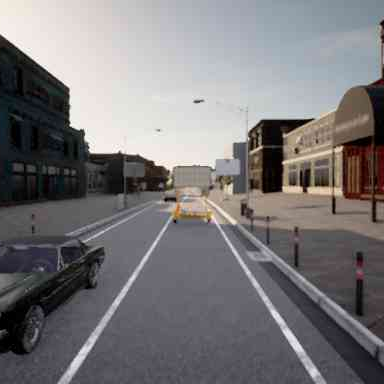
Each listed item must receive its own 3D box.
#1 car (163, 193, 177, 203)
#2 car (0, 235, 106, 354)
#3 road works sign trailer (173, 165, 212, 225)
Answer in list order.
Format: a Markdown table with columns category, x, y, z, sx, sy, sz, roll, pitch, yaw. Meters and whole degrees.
| category | x | y | z | sx | sy | sz | roll | pitch | yaw |
| --- | --- | --- | --- | --- | --- | --- | --- | --- | --- |
| car | -3.035 | 0.833 | 47.864 | 1.895 | 1.301 | 4.718 | 0 | 0 | 0 |
| car | -3.099 | 1.561 | 6.167 | 1.895 | 1.301 | 4.718 | 0 | 1 | 0 |
| road works sign trailer | 0.014 | 0.129 | 20.752 | 2.380 | 3.560 | 2.880 | 0 | 1 | 0 |
